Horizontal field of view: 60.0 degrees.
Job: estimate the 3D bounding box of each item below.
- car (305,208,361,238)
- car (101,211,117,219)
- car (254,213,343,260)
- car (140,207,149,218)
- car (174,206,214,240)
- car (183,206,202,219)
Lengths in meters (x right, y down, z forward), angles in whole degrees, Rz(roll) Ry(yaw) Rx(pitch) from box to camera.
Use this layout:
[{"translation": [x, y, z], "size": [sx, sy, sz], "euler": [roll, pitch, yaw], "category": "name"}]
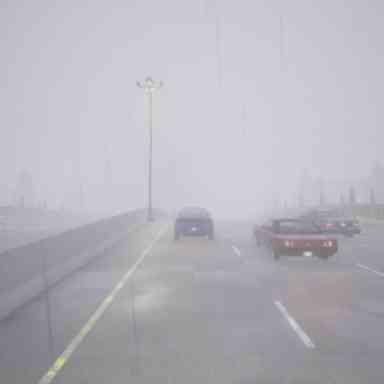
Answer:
[{"translation": [7.090, 1.603, 18.115], "size": [2.033, 1.411, 5.357], "euler": [0, 0, 0], "category": "car"}, {"translation": [-14.075, 4.102, 57.117], "size": [2.097, 1.767, 4.553], "euler": [0, -6, 1], "category": "car"}, {"translation": [3.593, 1.639, 12.530], "size": [1.895, 1.301, 4.718], "euler": [0, 0, 0], "category": "car"}, {"translation": [-7.087, 3.283, 50.740], "size": [2.150, 2.045, 5.566], "euler": [0, -6, 0], "category": "car"}, {"translation": [0.091, 1.530, 17.480], "size": [1.882, 1.535, 5.008], "euler": [0, 0, 0], "category": "car"}, {"translation": [0.080, 2.269, 36.433], "size": [1.994, 1.385, 4.181], "euler": [0, -4, 0], "category": "car"}]
